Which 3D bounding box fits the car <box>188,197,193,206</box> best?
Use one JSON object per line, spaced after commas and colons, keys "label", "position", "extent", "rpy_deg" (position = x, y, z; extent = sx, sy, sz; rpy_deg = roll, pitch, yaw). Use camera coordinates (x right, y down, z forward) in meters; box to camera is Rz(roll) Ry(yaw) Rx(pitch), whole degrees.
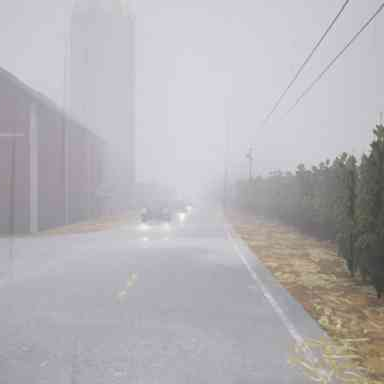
{"label": "car", "position": [-0.845, 1.506, 53.251], "extent": [2.128, 1.511, 4.902], "rpy_deg": [0, 0, 2]}

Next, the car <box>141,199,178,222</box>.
{"label": "car", "position": [-2.562, 1.361, 26.052], "extent": [2.097, 1.767, 4.553], "rpy_deg": [0, 0, 3]}

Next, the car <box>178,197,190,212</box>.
{"label": "car", "position": [-1.717, 1.613, 39.299], "extent": [1.895, 1.301, 4.718], "rpy_deg": [0, 0, 4]}
